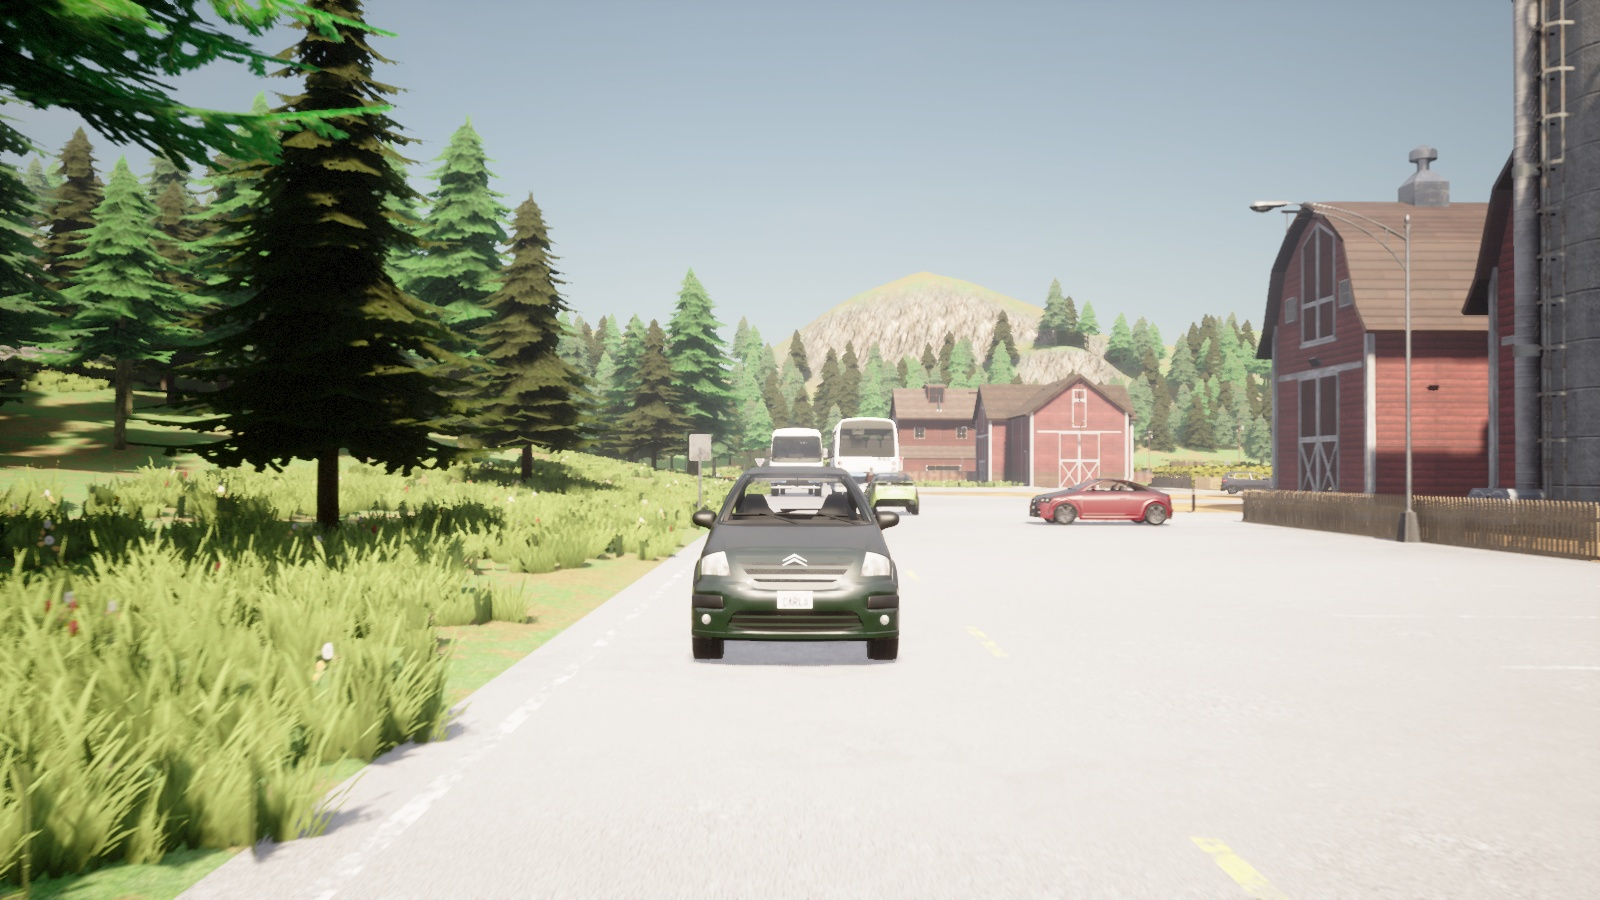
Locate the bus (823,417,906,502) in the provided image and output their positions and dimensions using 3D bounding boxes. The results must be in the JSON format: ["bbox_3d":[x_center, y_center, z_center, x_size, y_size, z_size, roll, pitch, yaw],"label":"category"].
[{"bbox_3d":[3.331,0.563,68.009,3.944,4.253,10.273,0,-1,0],"label":"bus"}]

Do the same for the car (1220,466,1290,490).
[{"bbox_3d":[32.517,2.024,89.852,4.611,1.667,2.242,0,-1,19],"label":"car"}]

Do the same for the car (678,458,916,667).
[{"bbox_3d":[-0.029,0.910,11.759,1.851,1.617,3.988,0,-1,0],"label":"car"}]

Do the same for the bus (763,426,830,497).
[{"bbox_3d":[-0.200,0.781,80.187,3.944,4.253,10.273,0,-1,0],"label":"bus"}]

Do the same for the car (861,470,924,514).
[{"bbox_3d":[3.387,1.530,46.704,2.007,1.525,4.514,0,-1,0],"label":"car"}]
